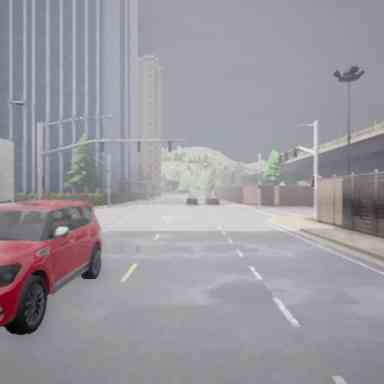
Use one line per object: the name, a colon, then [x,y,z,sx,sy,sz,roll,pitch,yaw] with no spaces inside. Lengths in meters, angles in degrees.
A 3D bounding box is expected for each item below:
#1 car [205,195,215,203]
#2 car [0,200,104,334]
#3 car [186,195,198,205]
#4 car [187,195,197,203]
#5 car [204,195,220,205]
car: [3.529,1.433,66.058,1.837,1.490,4.892,0,0,0]
car: [-3.552,1.217,7.115,2.150,2.045,5.566,0,0,1]
car: [0.024,1.428,55.636,1.882,1.535,5.008,0,0,0]
car: [0.029,1.433,66.060,1.837,1.490,4.892,0,0,0]
car: [3.524,1.428,55.634,1.882,1.535,5.008,0,0,0]
